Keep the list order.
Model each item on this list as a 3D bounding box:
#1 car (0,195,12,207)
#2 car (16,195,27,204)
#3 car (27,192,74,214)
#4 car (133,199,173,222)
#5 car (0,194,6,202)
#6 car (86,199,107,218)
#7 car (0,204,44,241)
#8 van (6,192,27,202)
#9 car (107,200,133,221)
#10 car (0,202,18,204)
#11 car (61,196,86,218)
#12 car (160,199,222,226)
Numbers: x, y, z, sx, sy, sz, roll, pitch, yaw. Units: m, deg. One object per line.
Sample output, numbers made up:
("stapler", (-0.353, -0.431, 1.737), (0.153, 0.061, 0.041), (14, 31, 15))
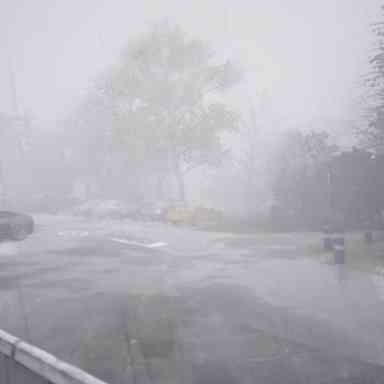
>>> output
("car", (-26.457, 1.201, 43.195), (2.097, 1.535, 5.008), (0, 0, 36))
("car", (-15.278, 1.326, 35.034), (2.163, 1.488, 4.792), (1, 0, 36))
("car", (-13.002, 1.076, 33.450), (2.435, 2.045, 5.566), (1, 0, 36))
("car", (-1.897, 1.355, 25.387), (2.185, 1.767, 4.553), (1, 0, 36))
("car", (-19.828, 1.271, 38.409), (2.163, 1.488, 4.792), (1, 0, 36))
("car", (-6.300, 1.460, 28.544), (2.002, 1.452, 4.674), (1, 0, 36))
("car", (-9.520, 1.518, 14.684), (2.163, 1.488, 4.792), (1, 0, 36))
("van", (-17.532, 1.041, 36.850), (1.878, 1.987, 4.442), (1, 0, 36))
("car", (-4.074, 1.481, 26.894), (2.163, 1.488, 4.792), (1, 0, 36))
("car", (-11.746, 1.458, 16.343), (2.097, 1.535, 5.008), (1, 0, 36))
("car", (-8.648, 1.386, 30.023), (1.946, 1.575, 5.366), (1, 0, 36))
("car", (0.323, 1.511, 23.730), (2.097, 1.535, 5.008), (1, 0, 36))
